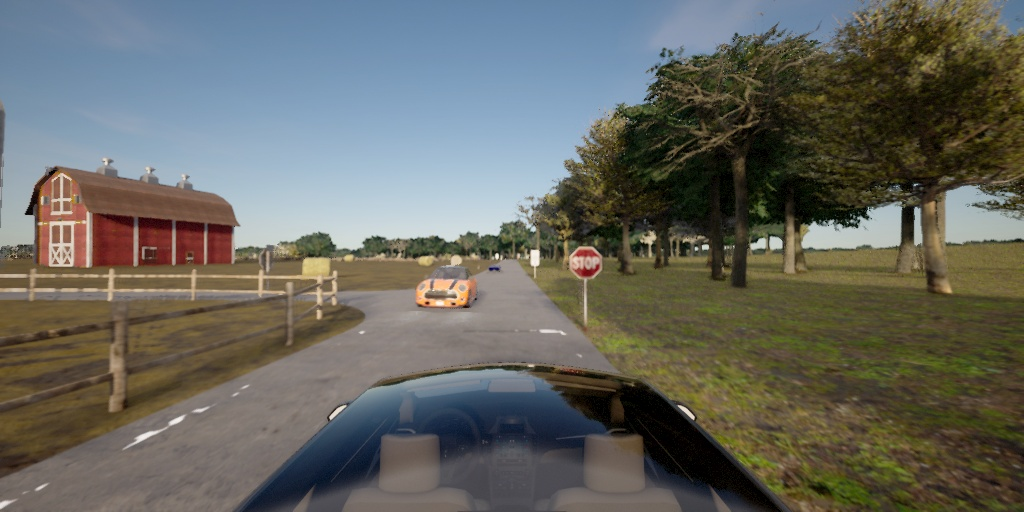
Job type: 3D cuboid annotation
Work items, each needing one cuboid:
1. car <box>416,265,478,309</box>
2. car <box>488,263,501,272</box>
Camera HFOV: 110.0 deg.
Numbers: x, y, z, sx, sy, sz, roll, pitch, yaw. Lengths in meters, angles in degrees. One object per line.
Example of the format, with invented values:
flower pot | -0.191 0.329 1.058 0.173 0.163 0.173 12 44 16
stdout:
car | -2.702 1.231 15.829 2.097 1.767 4.553 1 -1 0
car | -2.635 1.806 55.281 1.895 1.301 4.718 0 0 0
